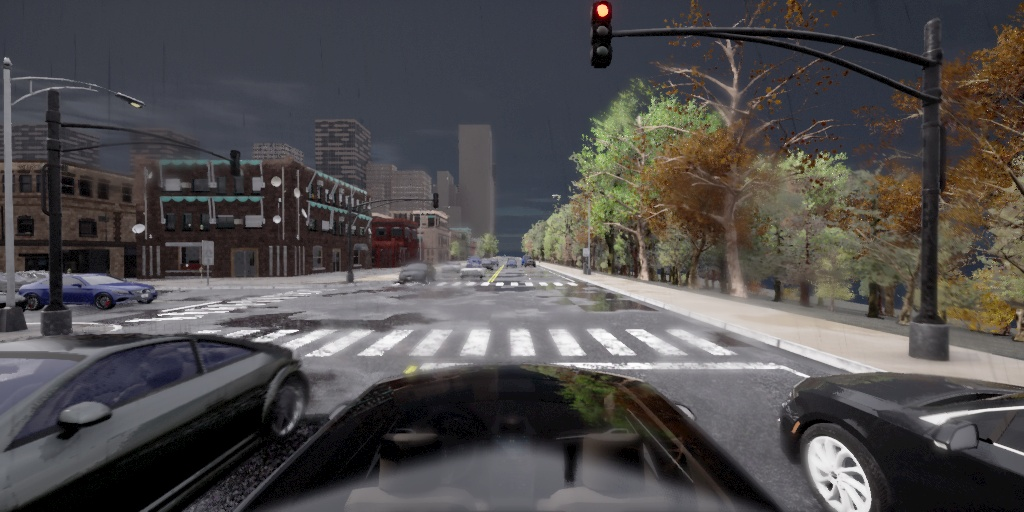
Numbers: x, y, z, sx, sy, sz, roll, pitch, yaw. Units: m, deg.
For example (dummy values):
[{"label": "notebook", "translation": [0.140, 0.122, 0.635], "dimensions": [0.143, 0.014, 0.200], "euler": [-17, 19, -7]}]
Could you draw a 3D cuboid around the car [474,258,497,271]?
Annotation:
[{"label": "car", "translation": [-3.466, 1.281, 48.576], "dimensions": [2.033, 1.411, 5.357], "euler": [0, 0, 0]}]

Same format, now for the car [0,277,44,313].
[{"label": "car", "translation": [-19.974, 1.565, 12.606], "dimensions": [4.313, 1.339, 1.948], "euler": [0, 0, 0]}]

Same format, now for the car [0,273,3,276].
[{"label": "car", "translation": [-27.421, 1.572, 18.484], "dimensions": [5.357, 1.411, 2.033], "euler": [-1, 1, 0]}]

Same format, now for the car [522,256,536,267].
[{"label": "car", "translation": [3.197, 1.231, 63.632], "dimensions": [1.837, 1.490, 4.892], "euler": [0, 0, 0]}]

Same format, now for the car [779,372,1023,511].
[{"label": "car", "translation": [3.366, 1.255, 1.232], "dimensions": [1.837, 1.490, 4.892], "euler": [0, 0, -2]}]

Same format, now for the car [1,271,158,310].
[{"label": "car", "translation": [-18.096, 1.475, 15.346], "dimensions": [4.674, 1.442, 1.812], "euler": [-1, 1, -1]}]

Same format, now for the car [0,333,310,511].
[{"label": "car", "translation": [-3.352, 1.314, 2.486], "dimensions": [1.994, 1.385, 4.181], "euler": [0, 0, 0]}]

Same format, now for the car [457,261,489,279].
[{"label": "car", "translation": [-3.426, 1.341, 32.059], "dimensions": [1.895, 1.301, 4.718], "euler": [0, 0, 0]}]

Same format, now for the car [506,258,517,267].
[{"label": "car", "translation": [-0.053, 1.273, 63.930], "dimensions": [2.033, 1.411, 5.357], "euler": [0, 0, 0]}]

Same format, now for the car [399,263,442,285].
[{"label": "car", "translation": [-6.661, 1.249, 25.799], "dimensions": [1.837, 1.490, 4.892], "euler": [0, 0, 0]}]

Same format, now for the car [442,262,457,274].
[{"label": "car", "translation": [-6.695, 1.337, 40.245], "dimensions": [1.895, 1.301, 4.718], "euler": [0, 0, 0]}]
